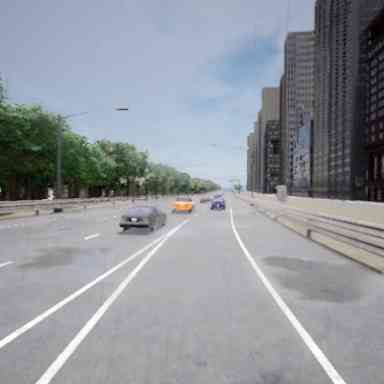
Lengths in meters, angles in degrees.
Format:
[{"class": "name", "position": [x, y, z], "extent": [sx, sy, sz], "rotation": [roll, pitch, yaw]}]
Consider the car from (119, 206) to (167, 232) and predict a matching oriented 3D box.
[{"class": "car", "position": [-2.825, 1.539, 20.259], "extent": [2.033, 1.411, 5.357], "rotation": [0, 0, 6]}]

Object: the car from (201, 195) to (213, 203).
[{"class": "car", "position": [2.884, 1.632, 71.663], "extent": [2.033, 1.411, 5.357], "rotation": [0, 0, 6]}]

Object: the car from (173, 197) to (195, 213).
[{"class": "car", "position": [-0.851, 1.375, 37.807], "extent": [2.097, 1.767, 4.553], "rotation": [0, 0, 6]}]

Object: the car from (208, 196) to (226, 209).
[{"class": "car", "position": [3.638, 1.594, 45.727], "extent": [1.812, 1.442, 4.674], "rotation": [0, 0, 7]}]
